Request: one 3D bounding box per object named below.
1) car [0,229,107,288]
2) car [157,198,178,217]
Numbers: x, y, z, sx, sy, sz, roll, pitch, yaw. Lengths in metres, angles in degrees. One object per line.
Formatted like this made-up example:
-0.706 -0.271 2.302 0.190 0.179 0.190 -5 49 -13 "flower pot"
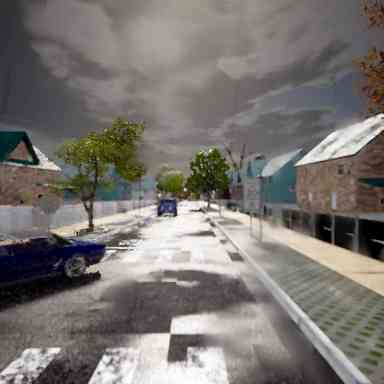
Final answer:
-4.652 1.693 8.446 1.895 1.301 4.718 0 0 39 "car"
-2.750 1.714 38.375 2.150 2.045 5.566 0 -1 0 "car"
